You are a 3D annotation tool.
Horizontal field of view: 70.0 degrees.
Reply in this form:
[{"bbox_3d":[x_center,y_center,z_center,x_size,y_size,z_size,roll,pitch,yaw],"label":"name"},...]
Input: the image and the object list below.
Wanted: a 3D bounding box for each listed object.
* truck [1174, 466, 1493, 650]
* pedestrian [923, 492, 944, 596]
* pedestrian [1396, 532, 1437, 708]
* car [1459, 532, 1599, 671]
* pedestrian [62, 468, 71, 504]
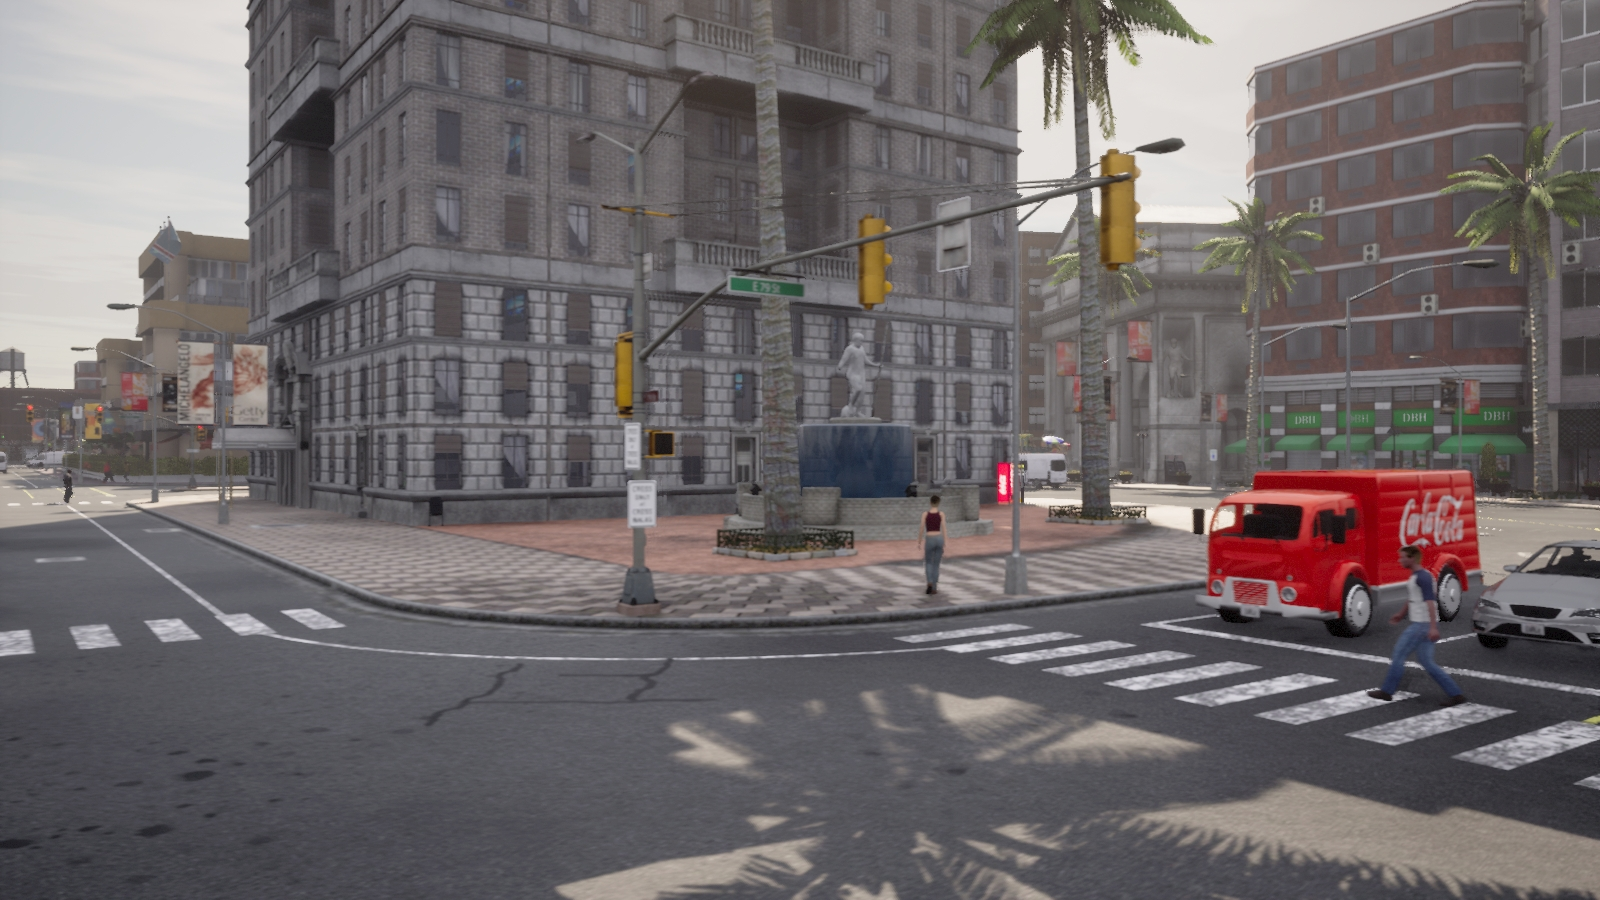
[{"bbox_3d":[8.839,1.562,18.764,5.204,2.467,2.627,-1,1,-37],"label":"truck"},{"bbox_3d":[2.424,1.699,20.715,0.375,1.860,0.375,0,0,8],"label":"pedestrian"},{"bbox_3d":[6.790,1.852,12.579,0.375,1.860,0.375,0,0,32],"label":"pedestrian"},{"bbox_3d":[11.340,2.069,16.447,4.193,1.474,1.816,0,0,-39],"label":"car"},{"bbox_3d":[-37.809,1.848,58.867,0.375,1.860,0.375,0,0,-36],"label":"pedestrian"}]
